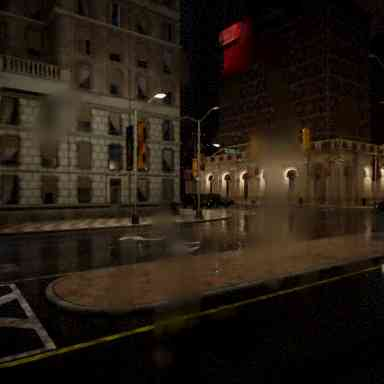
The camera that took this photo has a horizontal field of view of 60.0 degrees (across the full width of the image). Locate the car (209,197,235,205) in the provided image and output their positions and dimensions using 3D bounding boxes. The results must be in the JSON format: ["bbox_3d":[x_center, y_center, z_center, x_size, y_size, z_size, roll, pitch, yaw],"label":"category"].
[{"bbox_3d":[5.143,1.601,57.997,1.895,1.301,4.718,0,0,-35],"label":"car"}]

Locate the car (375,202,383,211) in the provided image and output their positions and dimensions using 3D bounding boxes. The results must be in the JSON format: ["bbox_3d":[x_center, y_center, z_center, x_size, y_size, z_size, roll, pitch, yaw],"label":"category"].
[{"bbox_3d":[24.094,1.491,38.932,4.902,1.511,2.128,0,0,1],"label":"car"}]

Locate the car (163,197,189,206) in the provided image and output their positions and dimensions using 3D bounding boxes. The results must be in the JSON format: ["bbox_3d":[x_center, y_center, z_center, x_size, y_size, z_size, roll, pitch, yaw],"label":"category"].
[{"bbox_3d":[-2.836,1.547,56.855,2.033,1.411,5.357,0,0,-34],"label":"car"}]

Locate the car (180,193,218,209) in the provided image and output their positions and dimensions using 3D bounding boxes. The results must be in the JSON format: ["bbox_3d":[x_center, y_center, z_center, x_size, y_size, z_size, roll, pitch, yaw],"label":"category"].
[{"bbox_3d":[0.597,1.221,45.948,2.150,2.045,5.566,0,0,-35],"label":"car"}]

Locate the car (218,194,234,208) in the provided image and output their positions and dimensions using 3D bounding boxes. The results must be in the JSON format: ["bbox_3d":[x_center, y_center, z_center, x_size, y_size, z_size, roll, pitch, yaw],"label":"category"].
[{"bbox_3d":[3.086,1.221,48.487,2.150,2.045,5.566,0,0,-36],"label":"car"}]
